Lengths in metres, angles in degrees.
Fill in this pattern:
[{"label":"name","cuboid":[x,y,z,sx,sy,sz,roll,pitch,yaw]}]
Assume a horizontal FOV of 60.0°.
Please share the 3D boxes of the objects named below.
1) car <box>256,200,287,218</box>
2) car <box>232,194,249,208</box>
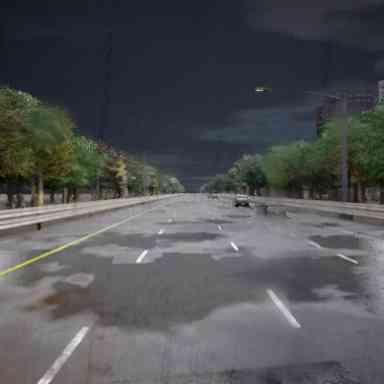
[{"label":"car","cuboid":[7.006,1.496,29.691,2.128,1.511,4.902,0,0,0]},{"label":"car","cuboid":[7.018,1.514,48.176,1.882,1.535,5.008,0,0,0]}]
